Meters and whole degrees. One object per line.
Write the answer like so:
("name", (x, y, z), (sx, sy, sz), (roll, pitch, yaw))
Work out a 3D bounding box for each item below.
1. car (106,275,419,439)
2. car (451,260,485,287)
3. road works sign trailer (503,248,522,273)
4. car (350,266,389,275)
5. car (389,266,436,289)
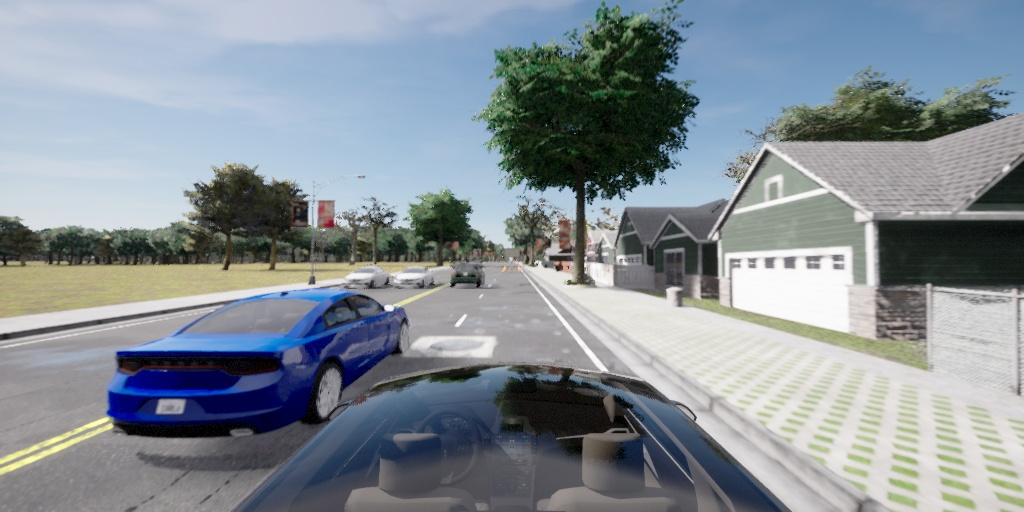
("car", (-3.148, 1.254, 5.788), (1.882, 1.535, 5.008), (0, 0, 0))
("car", (-3.142, 1.272, 26.319), (2.097, 1.767, 4.553), (0, 0, 0))
("road works sign trailer", (0.017, 0.594, 52.107), (2.380, 3.560, 2.880), (0, 0, 0))
("car", (-9.839, 1.434, 24.636), (1.812, 1.442, 4.674), (0, 0, 0))
("car", (-6.589, 1.434, 24.639), (1.812, 1.442, 4.674), (0, 0, 0))
